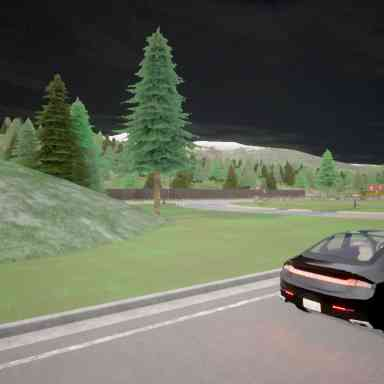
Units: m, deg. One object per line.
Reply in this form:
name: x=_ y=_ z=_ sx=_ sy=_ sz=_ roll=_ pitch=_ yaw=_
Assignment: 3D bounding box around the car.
car: x=3.780 y=1.492 z=6.424 sx=4.902 sy=1.511 sz=2.128 roll=0 pitch=0 yaw=-35
